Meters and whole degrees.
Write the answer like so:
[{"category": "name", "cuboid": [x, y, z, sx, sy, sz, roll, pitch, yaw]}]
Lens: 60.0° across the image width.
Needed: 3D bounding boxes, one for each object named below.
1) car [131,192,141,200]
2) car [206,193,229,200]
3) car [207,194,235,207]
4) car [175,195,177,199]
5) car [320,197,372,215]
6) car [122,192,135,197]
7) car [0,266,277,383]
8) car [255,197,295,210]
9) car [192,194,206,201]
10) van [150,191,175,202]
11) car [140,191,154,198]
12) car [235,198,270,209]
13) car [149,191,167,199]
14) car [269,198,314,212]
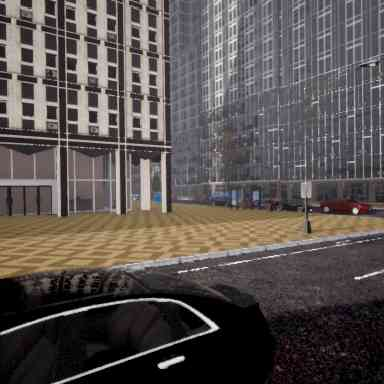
[{"category": "car", "cuboid": [-11.637, 1.039, 68.065, 2.008, 1.369, 4.403, 0, 1, -34]}, {"category": "car", "cuboid": [4.439, 1.241, 49.154, 1.994, 1.385, 4.181, -1, 1, -34]}, {"category": "car", "cuboid": [4.365, 1.319, 44.583, 1.947, 1.339, 4.313, 0, 1, -34]}, {"category": "car", "cuboid": [-4.721, 0.936, 72.796, 1.802, 1.307, 4.206, 0, 1, -34]}, {"category": "car", "cuboid": [15.299, 1.330, 33.255, 1.882, 1.535, 5.008, -1, 1, -34]}, {"category": "car", "cuboid": [-17.558, 0.688, 91.558, 2.008, 1.369, 4.403, 0, 1, -34]}, {"category": "car", "cuboid": [-1.406, 1.506, 2.677, 4.892, 1.490, 1.837, 1, 0, -35]}, {"category": "car", "cuboid": [10.082, 1.369, 40.900, 1.895, 1.301, 4.718, -1, 1, -34]}, {"category": "car", "cuboid": [1.698, 1.043, 63.414, 1.802, 1.307, 4.206, 0, 1, -34]}, {"category": "van", "cuboid": [-5.218, 0.937, 58.681, 1.690, 1.788, 3.998, 0, 1, -34]}, {"category": "car", "cuboid": [-11.140, 0.686, 82.175, 1.967, 1.590, 4.097, 0, 1, -34]}, {"category": "car", "cuboid": [7.526, 1.388, 39.860, 1.802, 1.307, 4.206, 0, 1, -34]}, {"category": "car", "cuboid": [-7.930, 0.615, 77.483, 2.192, 1.841, 5.009, 0, 1, -34]}, {"category": "car", "cuboid": [10.721, 1.424, 35.157, 1.947, 1.339, 4.313, 0, 1, -34]}]
